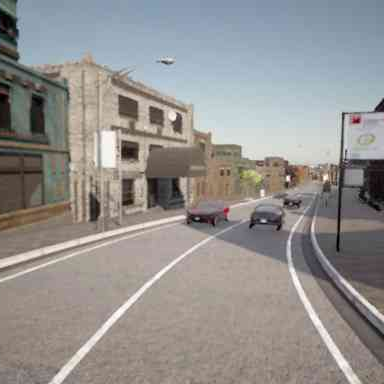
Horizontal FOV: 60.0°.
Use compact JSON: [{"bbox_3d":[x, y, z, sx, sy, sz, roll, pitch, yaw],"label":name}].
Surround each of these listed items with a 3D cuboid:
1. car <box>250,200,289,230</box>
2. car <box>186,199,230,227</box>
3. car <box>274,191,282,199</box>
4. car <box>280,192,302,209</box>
[{"bbox_3d":[4.809,1.434,20.896,1.812,1.442,4.674,2,1,20],"label":"car"},{"bbox_3d":[1.155,1.265,21.776,1.882,1.535,5.008,2,1,20],"label":"car"},{"bbox_3d":[16.024,0.601,59.859,1.994,1.385,4.181,2,2,22],"label":"car"},{"bbox_3d":[12.021,1.118,39.683,1.882,1.535,5.008,2,2,21],"label":"car"}]
